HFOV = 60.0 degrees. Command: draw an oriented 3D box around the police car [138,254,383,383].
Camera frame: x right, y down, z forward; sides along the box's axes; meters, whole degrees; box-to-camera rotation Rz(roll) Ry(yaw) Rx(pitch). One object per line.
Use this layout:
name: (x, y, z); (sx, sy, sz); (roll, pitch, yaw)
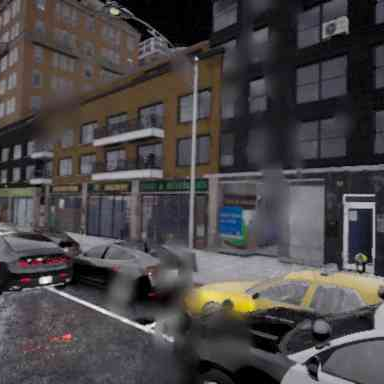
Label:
police car: (1.960, 1.626, 2.766); (5.238, 1.638, 1.930); (-1, -4, 43)

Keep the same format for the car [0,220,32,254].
car: (-10.055, 2.192, 16.855); (4.403, 1.369, 2.008); (-1, -3, 43)

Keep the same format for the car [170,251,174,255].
car: (1.975, 1.862, 5.439); (4.829, 1.417, 1.752); (-1, -3, 43)

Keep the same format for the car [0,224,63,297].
car: (-5.216, 1.888, 9.568); (4.892, 1.490, 1.837); (-1, -4, 43)

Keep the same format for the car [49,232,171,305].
car: (-1.953, 2.002, 9.165); (4.313, 1.339, 1.947); (-1, -3, 43)
